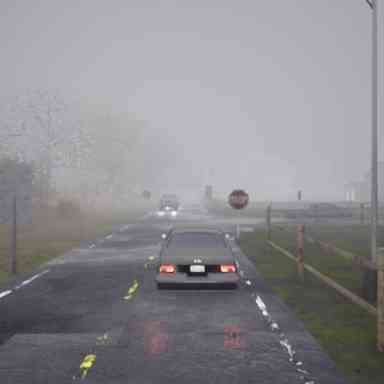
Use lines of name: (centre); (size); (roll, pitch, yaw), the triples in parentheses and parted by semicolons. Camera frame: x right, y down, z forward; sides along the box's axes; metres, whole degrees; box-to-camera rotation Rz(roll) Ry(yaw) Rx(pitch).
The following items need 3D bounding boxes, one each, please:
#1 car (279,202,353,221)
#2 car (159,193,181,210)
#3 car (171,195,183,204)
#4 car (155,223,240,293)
car: (9.680, 1.486, 26.038); (5.357, 1.411, 2.033); (0, 0, -4)
car: (-2.835, 1.170, 41.522); (2.150, 2.045, 5.566); (0, 0, 0)
car: (-2.775, 1.402, 61.628); (1.837, 1.490, 4.892); (0, 1, 1)
car: (0.101, 1.540, 8.990); (2.033, 1.411, 5.357); (0, 0, 0)
